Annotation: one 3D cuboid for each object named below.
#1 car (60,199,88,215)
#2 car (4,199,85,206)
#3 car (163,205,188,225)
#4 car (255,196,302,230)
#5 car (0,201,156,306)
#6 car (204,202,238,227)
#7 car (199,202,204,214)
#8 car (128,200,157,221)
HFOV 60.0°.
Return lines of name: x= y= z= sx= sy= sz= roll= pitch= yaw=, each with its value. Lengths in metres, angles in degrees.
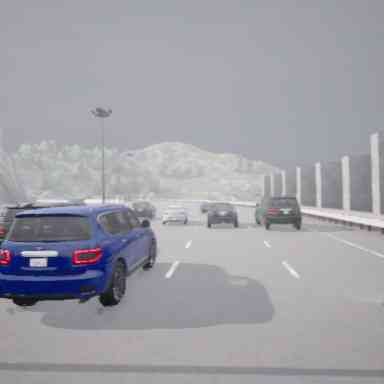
car: x=-15.906 y=1.948 z=45.056 sx=2.150 sy=2.045 sz=5.566 roll=-1 pitch=-1 yaw=-4
car: x=-5.474 y=1.456 z=13.720 sx=2.150 sy=2.045 sz=5.566 roll=-1 pitch=0 yaw=5
car: x=-1.296 y=1.780 z=26.876 sx=1.812 sy=1.442 sz=4.674 roll=-1 pitch=0 yaw=1
car: x=5.554 y=1.288 z=21.907 sx=2.150 sy=2.045 sz=5.566 roll=-1 pitch=0 yaw=2
car: x=-2.431 y=1.346 z=8.499 sx=2.150 sy=2.045 sz=5.566 roll=-1 pitch=0 yaw=5
car: x=2.133 y=1.509 z=24.149 sx=2.097 sy=1.767 sz=4.553 roll=-1 pitch=-1 yaw=3
car: x=2.003 y=1.865 z=40.853 sx=1.994 sy=1.385 sz=4.181 roll=-1 pitch=0 yaw=-2
car: x=-4.747 y=1.728 z=32.376 sx=2.097 sy=1.767 sz=4.553 roll=-1 pitch=0 yaw=0
